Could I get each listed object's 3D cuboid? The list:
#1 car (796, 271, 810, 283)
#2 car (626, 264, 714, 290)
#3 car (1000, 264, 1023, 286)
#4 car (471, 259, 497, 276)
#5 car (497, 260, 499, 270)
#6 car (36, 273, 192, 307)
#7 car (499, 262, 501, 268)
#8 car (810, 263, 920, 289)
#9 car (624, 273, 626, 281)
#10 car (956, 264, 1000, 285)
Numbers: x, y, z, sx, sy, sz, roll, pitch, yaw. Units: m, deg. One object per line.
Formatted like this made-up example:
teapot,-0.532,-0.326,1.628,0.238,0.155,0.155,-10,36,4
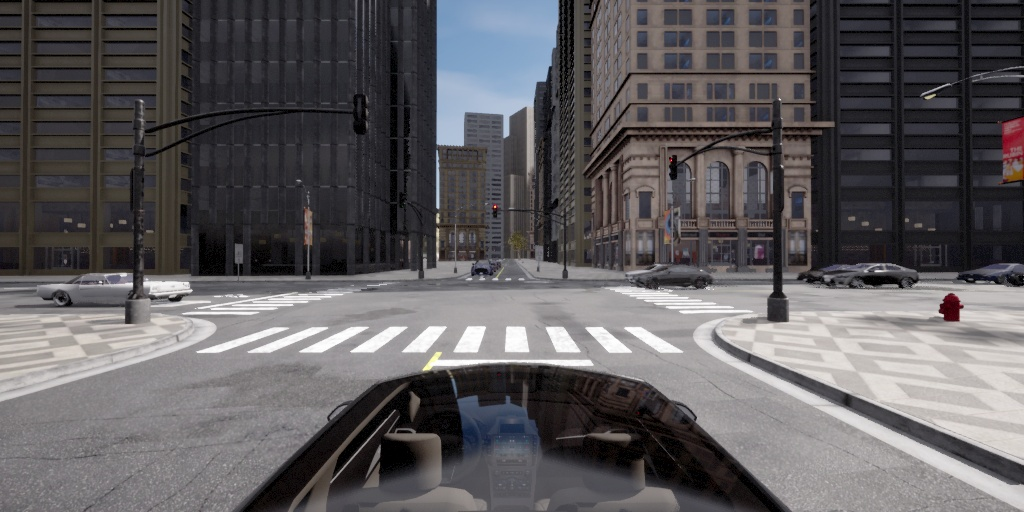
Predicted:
car,23.081,1.265,24.968,5.357,1.411,2.033,0,0,0
car,9.634,1.253,21.599,4.674,1.442,1.812,0,-1,-2
car,33.167,1.233,21.717,4.181,1.385,1.994,0,0,0
car,-3.046,1.146,37.614,2.097,1.767,4.553,0,0,0
car,-3.056,1.378,46.386,1.994,1.385,4.181,0,0,0
car,-16.375,1.366,14.983,4.718,1.301,1.895,0,0,0
car,-3.052,1.401,55.417,1.994,1.385,4.181,0,0,0
car,21.557,1.190,21.716,4.902,1.511,2.128,0,0,0
car,10.293,1.277,25.065,4.674,1.442,1.812,0,0,1
car,34.565,1.238,24.976,5.357,1.411,2.033,0,0,-1
